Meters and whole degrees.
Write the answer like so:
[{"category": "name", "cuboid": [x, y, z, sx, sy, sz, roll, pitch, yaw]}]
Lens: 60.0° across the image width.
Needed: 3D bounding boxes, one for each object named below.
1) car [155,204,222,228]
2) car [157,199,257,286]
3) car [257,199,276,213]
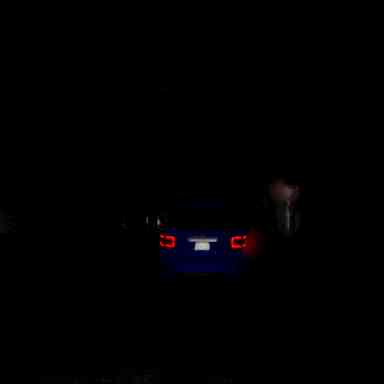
[{"category": "car", "cuboid": [-0.284, 1.606, 22.683, 4.181, 1.385, 1.994, 0, 0, -18]}, {"category": "car", "cuboid": [0.406, 1.239, 9.675, 2.150, 2.045, 5.566, 0, 0, 4]}, {"category": "car", "cuboid": [8.030, 1.548, 38.405, 1.882, 1.535, 5.008, 1, 0, -8]}]
